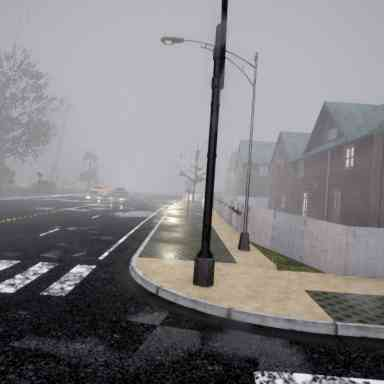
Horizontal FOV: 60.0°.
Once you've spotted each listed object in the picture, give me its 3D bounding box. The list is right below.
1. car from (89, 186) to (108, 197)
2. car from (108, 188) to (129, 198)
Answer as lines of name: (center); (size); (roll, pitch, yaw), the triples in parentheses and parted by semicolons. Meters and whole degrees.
car: (-13.963, -0.179, 50.058); (1.882, 1.535, 5.008); (4, 1, 1)
car: (-10.725, 0.090, 49.963); (1.812, 1.442, 4.674); (4, 1, 1)
